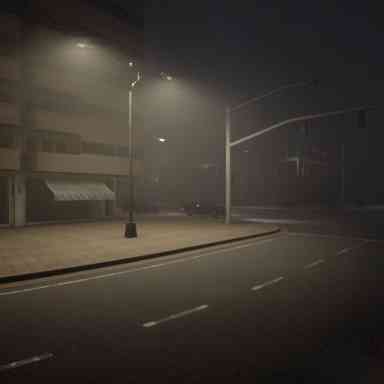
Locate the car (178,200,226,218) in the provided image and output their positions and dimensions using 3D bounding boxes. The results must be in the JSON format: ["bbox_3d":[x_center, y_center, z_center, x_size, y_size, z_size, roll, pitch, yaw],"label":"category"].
[{"bbox_3d":[1.353,1.543,30.890,4.902,1.511,2.128,0,0,41],"label":"car"}]

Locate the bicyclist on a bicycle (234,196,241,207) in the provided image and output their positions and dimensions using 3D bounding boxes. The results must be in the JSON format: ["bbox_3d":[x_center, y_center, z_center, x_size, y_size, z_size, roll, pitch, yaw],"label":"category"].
[{"bbox_3d":[6.424,1.350,46.966,0.582,1.620,1.656,0,0,41],"label":"bicyclist on a bicycle"}]

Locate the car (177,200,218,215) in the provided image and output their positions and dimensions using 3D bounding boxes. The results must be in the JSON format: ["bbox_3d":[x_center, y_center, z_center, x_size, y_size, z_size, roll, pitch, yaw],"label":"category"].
[{"bbox_3d":[0.528,1.615,36.233,4.181,1.385,1.994,0,0,41],"label":"car"}]

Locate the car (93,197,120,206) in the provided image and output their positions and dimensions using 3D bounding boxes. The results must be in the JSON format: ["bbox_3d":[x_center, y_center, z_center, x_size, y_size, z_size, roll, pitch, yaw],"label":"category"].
[{"bbox_3d":[-15.254,1.598,59.220,5.357,1.411,2.033,0,0,41],"label":"car"}]

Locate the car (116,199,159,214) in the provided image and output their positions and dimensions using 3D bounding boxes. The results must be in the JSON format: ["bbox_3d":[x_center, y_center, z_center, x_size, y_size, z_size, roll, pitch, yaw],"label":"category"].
[{"bbox_3d":[-5.836,1.530,37.088,5.008,1.535,1.882,0,0,41],"label":"car"}]
